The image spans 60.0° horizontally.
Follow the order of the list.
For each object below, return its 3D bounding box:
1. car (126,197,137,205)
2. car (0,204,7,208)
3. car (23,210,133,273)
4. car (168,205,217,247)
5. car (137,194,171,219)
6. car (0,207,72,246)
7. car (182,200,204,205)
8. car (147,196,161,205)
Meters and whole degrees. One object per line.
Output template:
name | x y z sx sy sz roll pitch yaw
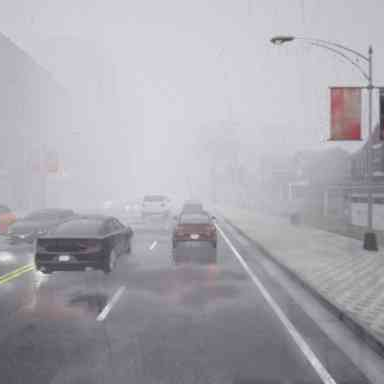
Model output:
car | -9.799 1.565 56.266 1.895 1.301 4.718 0 0 1
car | -9.849 1.351 15.002 2.097 1.767 4.553 0 0 0
car | -3.149 1.478 10.675 1.882 1.535 5.008 0 0 0
car | 0.101 1.525 14.981 1.812 1.442 4.674 0 0 0
car | -3.147 1.214 29.598 2.150 2.045 5.566 0 0 0
car | -6.598 1.504 15.379 1.837 1.490 4.892 0 0 0
car | 0.102 1.469 31.920 1.882 1.535 5.008 0 0 0
car | -6.537 1.463 58.160 1.837 1.490 4.892 0 0 1
